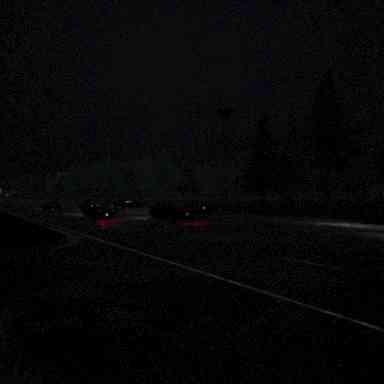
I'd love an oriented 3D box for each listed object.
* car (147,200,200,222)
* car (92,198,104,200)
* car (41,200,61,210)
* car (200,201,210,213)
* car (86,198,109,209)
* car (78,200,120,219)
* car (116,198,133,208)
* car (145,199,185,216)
[{"bbox_3d":[-1.797,1.571,27.624,1.882,1.535,5.008,0,0,-35],"label":"car"},{"bbox_3d":[-13.574,1.769,44.255,2.033,1.411,5.357,0,0,-35],"label":"car"},{"bbox_3d":[-20.020,1.838,47.302,1.994,1.385,4.181,0,0,-35],"label":"car"},{"bbox_3d":[0.156,1.672,36.979,1.994,1.385,4.181,0,0,-35],"label":"car"},{"bbox_3d":[-14.835,1.731,52.096,1.882,1.535,5.008,0,0,-35],"label":"car"},{"bbox_3d":[-8.928,1.754,31.638,1.895,1.301,4.718,0,0,-35],"label":"car"},{"bbox_3d":[-11.006,1.721,52.744,2.128,1.511,4.902,0,0,-35],"label":"car"},{"bbox_3d":[-2.978,1.602,35.349,1.882,1.535,5.008,0,0,-35],"label":"car"}]
